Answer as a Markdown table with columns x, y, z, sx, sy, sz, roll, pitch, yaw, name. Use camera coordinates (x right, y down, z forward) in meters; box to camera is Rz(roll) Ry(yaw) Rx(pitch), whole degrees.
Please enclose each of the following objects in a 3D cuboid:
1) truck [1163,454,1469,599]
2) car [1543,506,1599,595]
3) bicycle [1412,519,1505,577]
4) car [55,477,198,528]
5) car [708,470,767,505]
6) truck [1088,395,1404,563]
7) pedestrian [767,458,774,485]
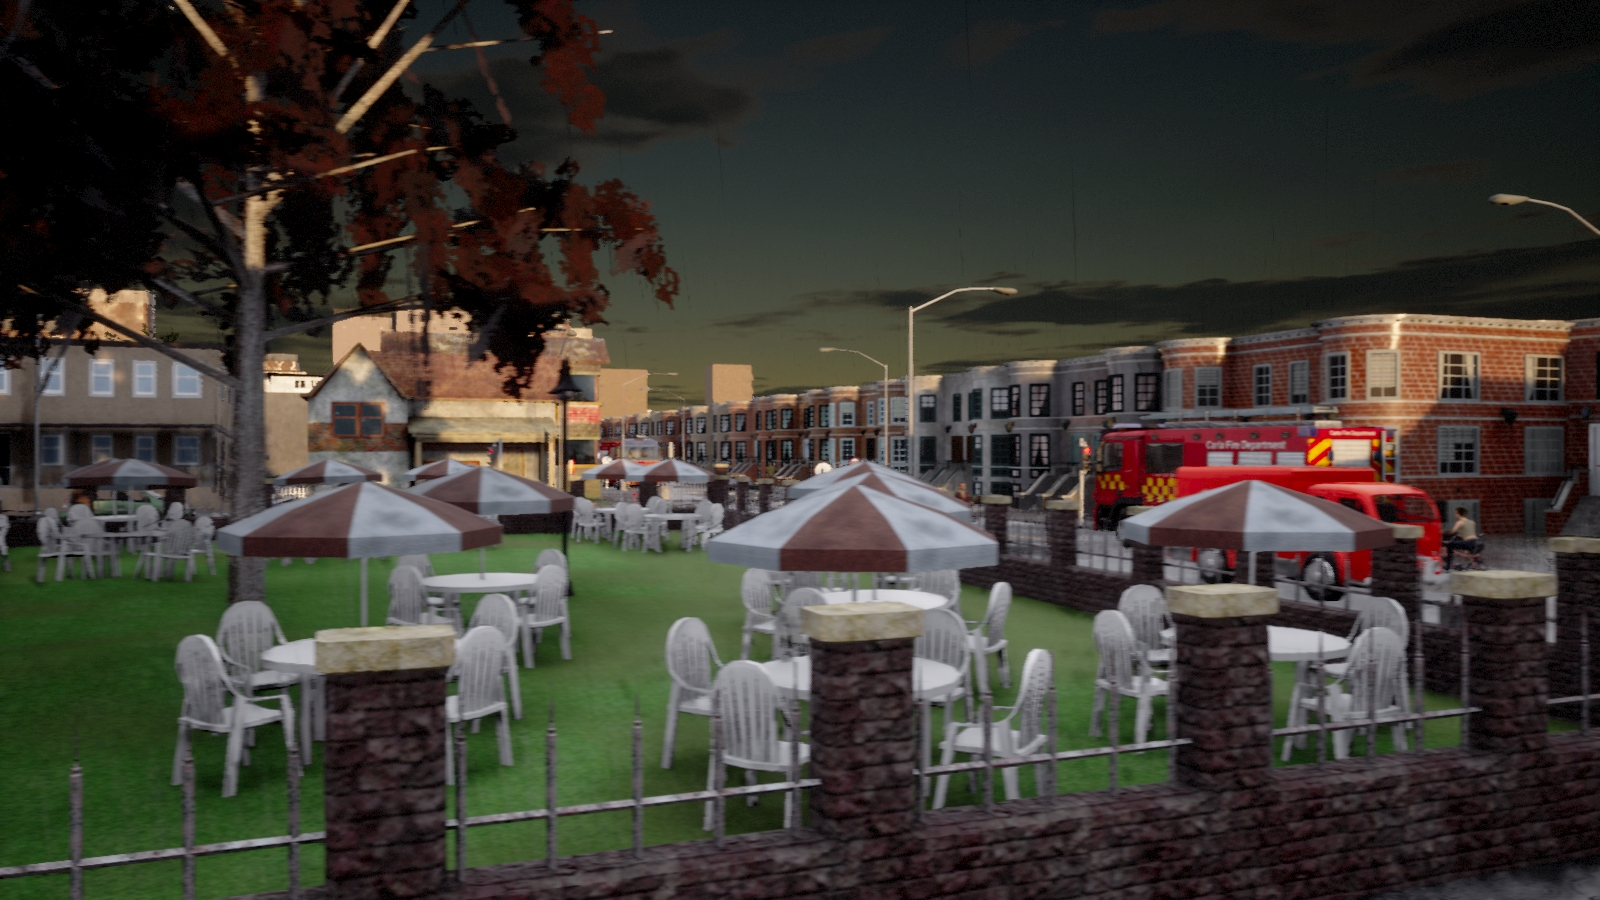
| x | y | z | sx | sy | sz | roll | pitch | yaw | name |
| --- | --- | --- | --- | --- | --- | --- | --- | --- | --- |
| 10.016 | 1.341 | 22.759 | 2.627 | 2.467 | 5.204 | 0 | 0 | -21 | truck |
| 15.289 | 1.815 | 19.836 | 1.845 | 1.501 | 3.633 | 0 | 0 | -21 | car |
| 13.798 | 2.032 | 23.970 | 0.859 | 1.080 | 1.487 | 0 | 0 | -20 | bicycle |
| -23.076 | 1.767 | 39.329 | 3.988 | 1.617 | 1.851 | 0 | 0 | -20 | car |
| -3.161 | 1.802 | 56.872 | 2.038 | 1.542 | 4.974 | 0 | 0 | -13 | car |
| 11.434 | 0.664 | 30.505 | 2.891 | 3.827 | 8.468 | 0 | 0 | -21 | truck |
| -2.050 | 1.506 | 79.272 | 0.375 | 1.860 | 0.375 | 0 | 0 | -27 | pedestrian |
